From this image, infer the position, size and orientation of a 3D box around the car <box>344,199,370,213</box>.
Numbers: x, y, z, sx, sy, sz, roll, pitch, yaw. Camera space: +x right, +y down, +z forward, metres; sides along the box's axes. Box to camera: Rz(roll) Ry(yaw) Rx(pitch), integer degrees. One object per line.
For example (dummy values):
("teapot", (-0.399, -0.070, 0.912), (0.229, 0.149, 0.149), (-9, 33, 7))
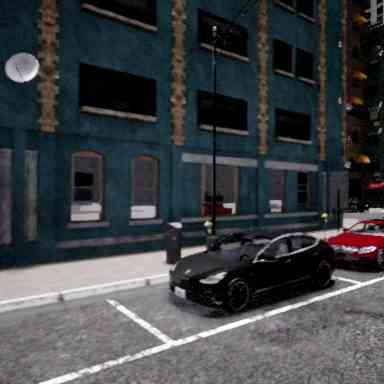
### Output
("car", (15.721, 1.327, 33.863), (1.947, 1.339, 4.313), (2, 0, -36))

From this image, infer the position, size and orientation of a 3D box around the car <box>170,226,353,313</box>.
("car", (1.549, 1.561, 7.657), (4.313, 1.339, 1.947), (0, 1, -36))

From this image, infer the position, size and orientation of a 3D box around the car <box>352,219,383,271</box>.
("car", (6.045, 1.573, 10.865), (4.206, 1.307, 1.802), (0, 1, -36))
